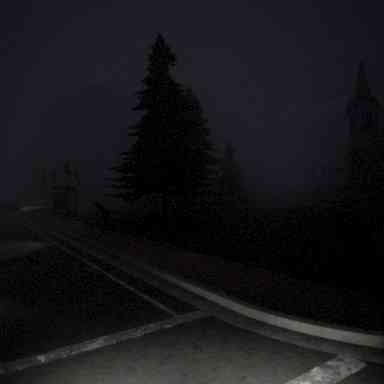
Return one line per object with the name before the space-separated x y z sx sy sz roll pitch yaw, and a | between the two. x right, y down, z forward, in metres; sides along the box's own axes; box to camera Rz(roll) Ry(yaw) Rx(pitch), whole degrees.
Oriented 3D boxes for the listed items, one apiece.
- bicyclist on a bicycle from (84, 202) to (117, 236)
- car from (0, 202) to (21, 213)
bicyclist on a bicycle | -4.454 1.292 16.237 1.656 1.620 0.582 -2 1 -33
car | -23.363 1.897 41.786 1.895 1.301 4.718 -2 1 -4
